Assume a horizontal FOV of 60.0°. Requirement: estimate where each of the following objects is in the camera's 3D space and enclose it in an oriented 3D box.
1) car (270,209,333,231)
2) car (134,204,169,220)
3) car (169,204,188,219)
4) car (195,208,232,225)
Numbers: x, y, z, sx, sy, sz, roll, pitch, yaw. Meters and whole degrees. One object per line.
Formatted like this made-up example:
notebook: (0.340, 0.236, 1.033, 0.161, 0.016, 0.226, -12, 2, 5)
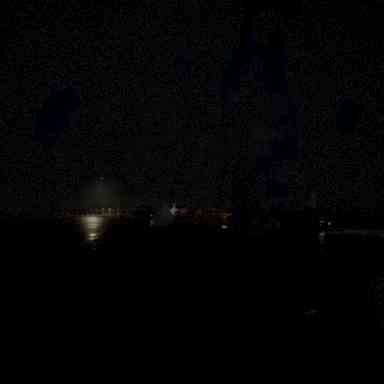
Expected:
car: (8.135, 2.045, 25.050, 1.837, 1.490, 4.892, 1, -3, -35)
car: (-5.854, 2.647, 44.757, 2.150, 2.045, 5.566, 1, -2, -36)
car: (-2.831, 2.665, 45.575, 2.150, 2.045, 5.566, 1, -3, -35)
car: (2.325, 2.384, 33.251, 1.882, 1.535, 5.008, 1, -3, -36)
